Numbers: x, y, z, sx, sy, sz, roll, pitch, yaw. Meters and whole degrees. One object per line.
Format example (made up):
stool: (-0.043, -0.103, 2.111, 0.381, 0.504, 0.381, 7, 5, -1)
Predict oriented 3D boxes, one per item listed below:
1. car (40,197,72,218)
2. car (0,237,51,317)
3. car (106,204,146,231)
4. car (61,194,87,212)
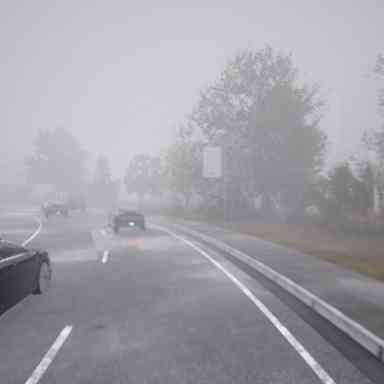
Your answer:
car: (-12.663, 1.523, 30.527, 1.837, 1.490, 4.892, 1, 0, -31)
car: (-4.022, 1.511, 5.808, 2.128, 1.511, 4.902, 0, 0, -6)
car: (-4.163, 1.527, 20.864, 1.837, 1.490, 4.892, 0, 0, -20)
car: (-14.099, 1.259, 38.603, 2.150, 2.045, 5.566, 1, 0, -39)
